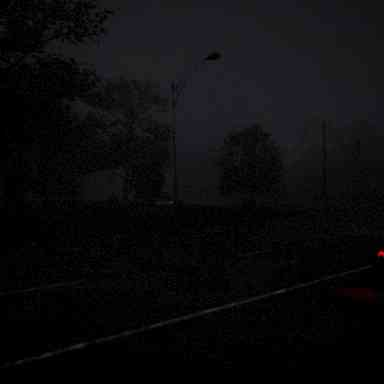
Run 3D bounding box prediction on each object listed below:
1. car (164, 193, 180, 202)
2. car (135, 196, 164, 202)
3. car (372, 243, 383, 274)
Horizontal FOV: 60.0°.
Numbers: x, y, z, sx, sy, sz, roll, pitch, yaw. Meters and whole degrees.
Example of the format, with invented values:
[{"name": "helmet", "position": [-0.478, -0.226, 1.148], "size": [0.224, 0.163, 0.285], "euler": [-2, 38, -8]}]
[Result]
[{"name": "car", "position": [-4.109, 0.868, 57.639], "size": [2.128, 1.511, 4.902], "euler": [-3, 1, -38]}, {"name": "car", "position": [-7.688, 0.731, 56.504], "size": [2.150, 2.045, 5.566], "euler": [-3, 1, -39]}, {"name": "car", "position": [6.833, 1.461, 8.687], "size": [5.357, 1.411, 2.033], "euler": [-1, 1, -35]}]
